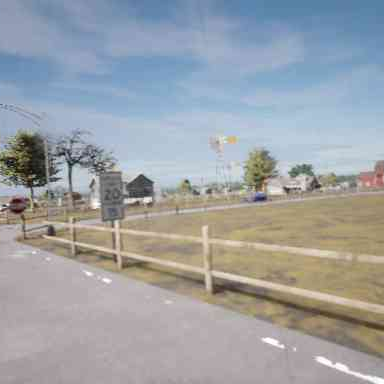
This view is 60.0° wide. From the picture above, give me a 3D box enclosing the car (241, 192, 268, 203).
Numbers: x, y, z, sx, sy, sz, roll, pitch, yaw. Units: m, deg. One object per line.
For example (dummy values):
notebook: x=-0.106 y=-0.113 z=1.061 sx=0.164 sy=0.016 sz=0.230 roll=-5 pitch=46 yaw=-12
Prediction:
car: x=9.406 y=0.834 z=49.345 sx=5.008 sy=1.535 sz=1.882 roll=-3 pitch=1 yaw=-40
